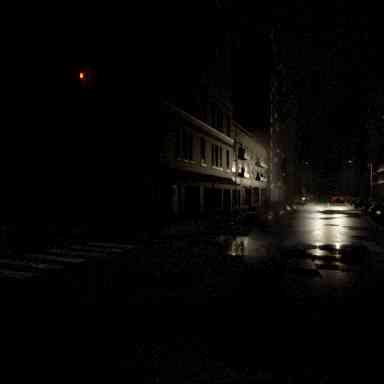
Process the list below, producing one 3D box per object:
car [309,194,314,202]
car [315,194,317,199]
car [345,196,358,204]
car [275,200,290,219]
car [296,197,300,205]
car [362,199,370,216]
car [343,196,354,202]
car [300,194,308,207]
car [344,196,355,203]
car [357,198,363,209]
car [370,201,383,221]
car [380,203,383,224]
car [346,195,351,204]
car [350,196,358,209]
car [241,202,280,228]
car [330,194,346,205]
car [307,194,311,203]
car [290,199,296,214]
[{"bbox_3d":[23.333,1.560,68.380,1.947,1.339,4.313,1,0,22],"label":"car"},{"bbox_3d":[29.615,1.430,83.732,1.967,1.590,4.097,1,0,22],"label":"car"},{"bbox_3d":[31.230,1.560,65.168,1.947,1.339,4.313,1,0,22],"label":"car"},{"bbox_3d":[6.585,1.567,27.439,1.947,1.339,4.313,1,0,22],"label":"car"},{"bbox_3d":[10.773,1.545,37.674,1.887,1.381,4.507,1,0,22],"label":"car"},{"bbox_3d":[16.572,1.552,29.335,2.008,1.369,4.403,1,0,22],"label":"car"},{"bbox_3d":[35.418,1.557,75.406,1.947,1.339,4.313,1,0,22],"label":"car"},{"bbox_3d":[16.989,1.524,52.870,1.752,1.417,4.829,1,0,22],"label":"car"},{"bbox_3d":[33.324,1.574,70.287,1.802,1.307,4.206,1,0,22],"label":"car"},{"bbox_3d":[18.666,1.546,34.454,1.887,1.381,4.507,1,0,22],"label":"car"},{"bbox_3d":[14.478,1.546,24.216,1.887,1.381,4.507,1,0,22],"label":"car"},{"bbox_3d":[12.384,1.567,19.097,1.947,1.339,4.313,1,0,22],"label":"car"},{"bbox_3d":[27.042,1.548,54.930,2.008,1.369,4.403,1,0,22],"label":"car"},{"bbox_3d":[22.854,1.565,44.692,1.947,1.339,4.313,1,0,22],"label":"car"},{"bbox_3d":[4.492,1.583,22.321,1.802,1.307,4.206,1,0,22],"label":"car"},{"bbox_3d":[26.731,1.522,60.942,1.812,1.442,4.674,0,0,22],"label":"car"},{"bbox_3d":[19.146,1.563,58.145,1.947,1.339,4.313,1,0,22],"label":"car"},{"bbox_3d":[8.679,1.552,32.556,2.008,1.369,4.403,1,0,22],"label":"car"}]
